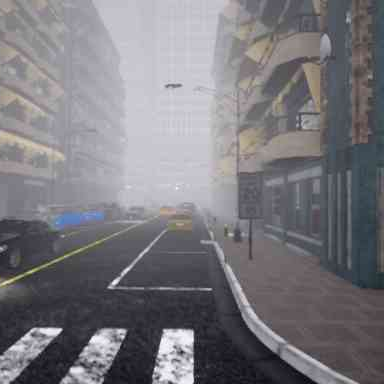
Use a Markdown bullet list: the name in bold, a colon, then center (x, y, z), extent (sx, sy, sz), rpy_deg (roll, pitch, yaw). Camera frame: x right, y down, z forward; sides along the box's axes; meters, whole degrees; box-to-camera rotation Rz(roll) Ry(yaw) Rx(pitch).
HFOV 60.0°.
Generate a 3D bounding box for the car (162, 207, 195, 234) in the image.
- **car**: center (-0.705, 1.948, 22.045), extent (1.752, 1.417, 4.829), rpy_deg (1, -1, 0)

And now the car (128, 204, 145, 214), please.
- **car**: center (-8.361, 2.559, 50.132), extent (1.802, 1.307, 4.206), rpy_deg (1, -1, 0)

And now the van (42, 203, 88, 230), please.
- **van**: center (-8.583, 1.676, 21.943), extent (1.690, 1.788, 3.998), rpy_deg (1, -1, 0)

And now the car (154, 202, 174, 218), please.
- **car**: center (-3.027, 2.289, 40.304), extent (1.882, 1.535, 5.008), rpy_deg (1, -1, 0)

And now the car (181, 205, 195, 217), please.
- **car**: center (-0.525, 2.462, 44.600), extent (1.752, 1.417, 4.829), rpy_deg (1, -1, 0)

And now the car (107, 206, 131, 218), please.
- **car**: center (-8.452, 2.301, 38.855), extent (1.802, 1.307, 4.206), rpy_deg (1, -1, 0)

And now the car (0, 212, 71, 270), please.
- **car**: center (-6.206, 1.657, 11.693), extent (1.812, 1.442, 4.674), rpy_deg (1, -1, 2)

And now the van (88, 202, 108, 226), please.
- **van**: center (-8.538, 1.803, 27.582), extent (1.690, 1.788, 3.998), rpy_deg (1, -1, 0)

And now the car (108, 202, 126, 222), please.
- **car**: center (-8.493, 1.906, 33.222), extent (2.192, 1.841, 5.009), rpy_deg (1, -1, 0)

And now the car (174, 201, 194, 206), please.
- **car**: center (-0.568, 2.119, 38.796), extent (2.192, 1.841, 5.009), rpy_deg (1, -1, 0)

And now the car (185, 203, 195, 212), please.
- **car**: center (-0.389, 2.851, 61.516), extent (1.752, 1.417, 4.829), rpy_deg (1, -1, 0)

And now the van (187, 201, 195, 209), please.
- **van**: center (-0.252, 3.058, 78.266), extent (1.690, 1.788, 3.998), rpy_deg (1, -1, 0)

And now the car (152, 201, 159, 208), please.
- **car**: center (-8.176, 2.815, 72.694), extent (2.192, 1.841, 5.009), rpy_deg (1, -1, 0)

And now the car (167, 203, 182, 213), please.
- **car**: center (-2.903, 2.683, 56.856), extent (2.128, 1.511, 4.902), rpy_deg (1, -1, 1)

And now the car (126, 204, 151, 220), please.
- **car**: center (-6.001, 2.219, 35.550), extent (2.033, 1.411, 5.357), rpy_deg (1, -1, 1)

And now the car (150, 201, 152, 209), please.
- **car**: center (-8.317, 2.629, 55.602), extent (1.752, 1.417, 4.829), rpy_deg (1, -1, 0)
